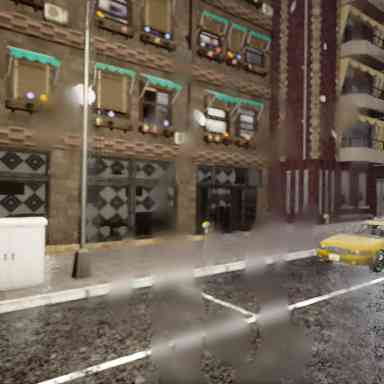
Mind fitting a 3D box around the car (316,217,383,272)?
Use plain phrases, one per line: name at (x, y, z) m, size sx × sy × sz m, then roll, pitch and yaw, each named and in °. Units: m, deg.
car at (5.996, 1.532, 10.808) m, size 4.829 × 1.417 × 1.752 m, roll 0°, pitch 1°, yaw -35°
